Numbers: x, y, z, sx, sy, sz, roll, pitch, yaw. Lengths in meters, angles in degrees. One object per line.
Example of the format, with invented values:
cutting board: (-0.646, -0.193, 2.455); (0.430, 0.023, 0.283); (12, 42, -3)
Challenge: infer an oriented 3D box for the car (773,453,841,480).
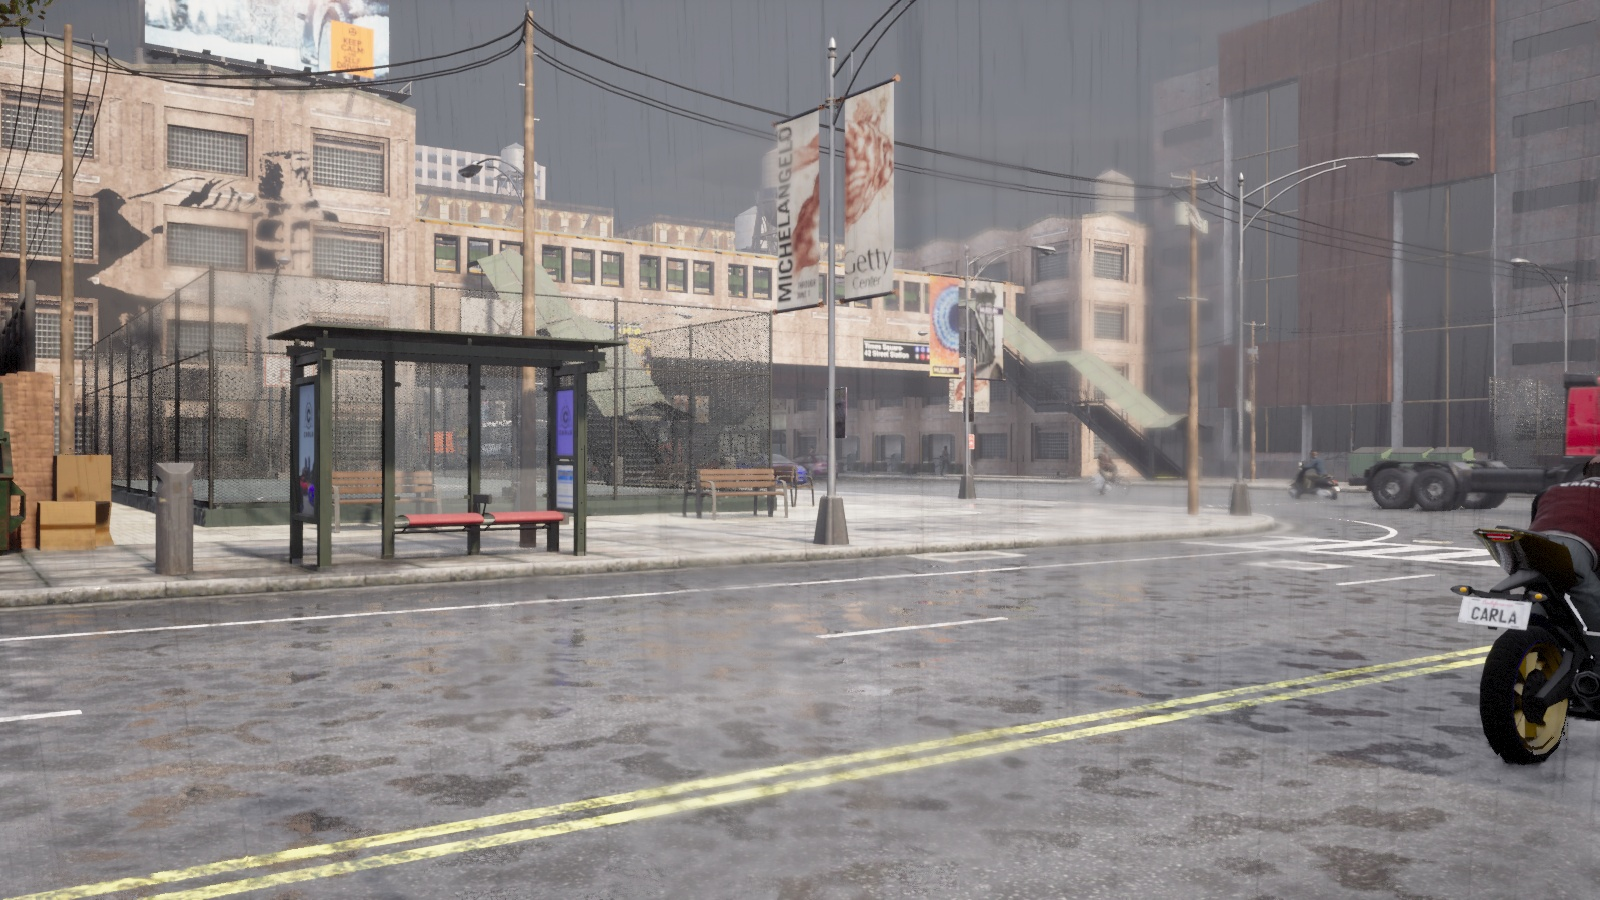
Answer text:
car: (0.388, 0.932, 71.260); (1.816, 1.474, 4.193); (0, 0, -34)

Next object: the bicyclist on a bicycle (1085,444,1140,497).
bicyclist on a bicycle: (10.826, 0.699, 43.552); (0.659, 1.776, 1.843); (0, 0, -34)

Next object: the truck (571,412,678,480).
truck: (-10.633, -0.213, 75.114); (2.891, 3.827, 8.468); (0, 0, -34)

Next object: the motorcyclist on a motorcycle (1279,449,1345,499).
motorcyclist on a motorcycle: (16.750, 0.763, 41.095); (0.866, 1.590, 1.817); (0, 0, -34)

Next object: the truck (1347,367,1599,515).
truck: (18.557, -0.198, 32.258); (2.891, 3.462, 7.936); (0, 0, -34)

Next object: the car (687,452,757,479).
car: (-4.511, 0.878, 72.286); (2.007, 1.525, 4.514); (0, 0, -34)

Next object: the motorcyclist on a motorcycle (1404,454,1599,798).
motorcyclist on a motorcycle: (4.185, 0.787, 6.582); (2.191, 1.530, 0.866); (0, 0, -35)

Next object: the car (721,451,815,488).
car: (-1.458, 0.830, 55.299); (2.007, 1.525, 4.514); (0, 0, -34)
